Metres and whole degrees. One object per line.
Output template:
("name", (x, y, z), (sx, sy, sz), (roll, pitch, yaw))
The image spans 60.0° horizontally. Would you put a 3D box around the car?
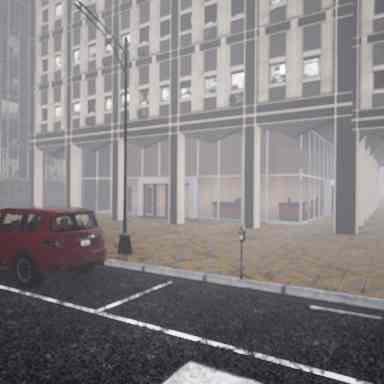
("car", (-4.632, 1.322, 9.362), (5.009, 1.841, 2.192), (0, 1, 32))
